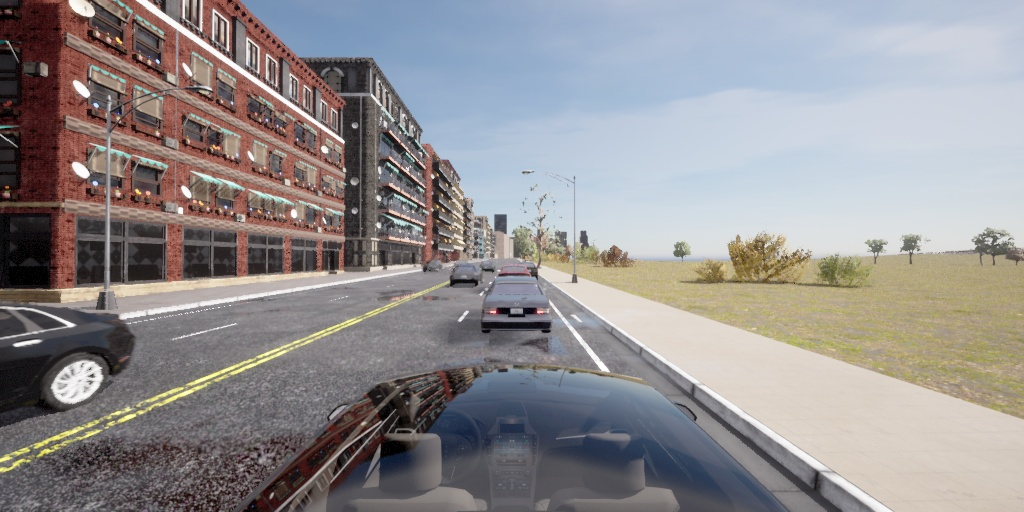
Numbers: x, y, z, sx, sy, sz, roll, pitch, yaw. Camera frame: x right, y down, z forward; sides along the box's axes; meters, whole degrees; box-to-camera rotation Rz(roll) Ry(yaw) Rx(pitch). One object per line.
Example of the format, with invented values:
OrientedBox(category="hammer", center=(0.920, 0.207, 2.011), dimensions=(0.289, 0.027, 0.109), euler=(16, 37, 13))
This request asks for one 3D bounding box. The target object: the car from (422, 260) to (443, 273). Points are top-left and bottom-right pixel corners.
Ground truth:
OrientedBox(category="car", center=(-9.791, 1.258, 44.591), dimensions=(1.837, 1.490, 4.892), euler=(0, 0, 0))

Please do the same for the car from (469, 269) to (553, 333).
OrientedBox(category="car", center=(0.112, 1.299, 10.678), dimensions=(2.033, 1.411, 5.357), euler=(0, 0, 0))

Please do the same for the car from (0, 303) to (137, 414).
OrientedBox(category="car", center=(-6.599, 1.255, 3.325), dimensions=(1.837, 1.490, 4.892), euler=(0, 0, 0))

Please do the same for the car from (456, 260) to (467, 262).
OrientedBox(category="car", center=(-6.525, 1.279, 46.306), dimensions=(1.812, 1.442, 4.674), euler=(0, 0, 0))

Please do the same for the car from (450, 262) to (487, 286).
OrientedBox(category="car", center=(-3.118, 1.316, 25.258), dimensions=(1.994, 1.385, 4.181), euler=(0, 0, 0))

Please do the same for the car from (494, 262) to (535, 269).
OrientedBox(category="car", center=(0.129, 1.231, 21.218), dimensions=(1.882, 1.535, 5.008), euler=(0, 0, 0))

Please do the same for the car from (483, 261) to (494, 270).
OrientedBox(category="car", center=(-3.095, 1.316, 45.006), dimensions=(1.994, 1.385, 4.181), euler=(0, 0, 0))

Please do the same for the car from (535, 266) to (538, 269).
OrientedBox(category="car", center=(1.177, 1.232, 30.656), dimensions=(1.882, 1.535, 5.008), euler=(0, 0, 0))
